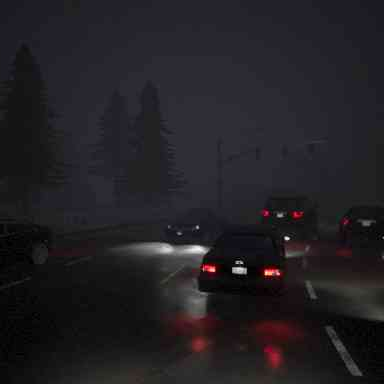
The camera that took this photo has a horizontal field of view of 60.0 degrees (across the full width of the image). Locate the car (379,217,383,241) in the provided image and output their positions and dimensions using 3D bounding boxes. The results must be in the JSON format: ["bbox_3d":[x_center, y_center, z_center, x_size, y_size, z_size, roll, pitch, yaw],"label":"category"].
[{"bbox_3d":[4.081,1.352,3.368,2.097,1.767,4.553,0,0,6],"label":"car"}]

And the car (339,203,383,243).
[{"bbox_3d":[8.171,1.351,15.591,2.097,1.767,4.553,0,0,27],"label":"car"}]

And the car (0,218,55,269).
[{"bbox_3d":[-5.773,1.486,8.861,2.128,1.511,4.902,0,0,14],"label":"car"}]

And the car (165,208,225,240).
[{"bbox_3d":[0.429,1.521,16.480,1.812,1.442,4.674,0,0,25],"label":"car"}]

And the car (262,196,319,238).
[{"bbox_3d":[5.480,1.219,18.222,2.150,2.045,5.566,0,0,28],"label":"car"}]

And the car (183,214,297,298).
[{"bbox_3d":[1.544,1.546,8.773,2.033,1.411,5.357,0,0,15],"label":"car"}]
